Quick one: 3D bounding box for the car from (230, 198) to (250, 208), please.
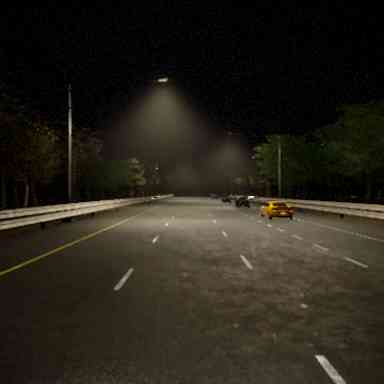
[{"bbox_3d":[7.079,1.581,47.860,1.837,1.490,4.892,0,0,0],"label":"car"}]

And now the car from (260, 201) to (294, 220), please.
[{"bbox_3d":[7.019,1.513,27.995,1.882,1.535,5.008,0,0,0],"label":"car"}]

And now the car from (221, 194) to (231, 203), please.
[{"bbox_3d":[7.156,1.639,70.045,1.895,1.301,4.718,0,0,0],"label":"car"}]
